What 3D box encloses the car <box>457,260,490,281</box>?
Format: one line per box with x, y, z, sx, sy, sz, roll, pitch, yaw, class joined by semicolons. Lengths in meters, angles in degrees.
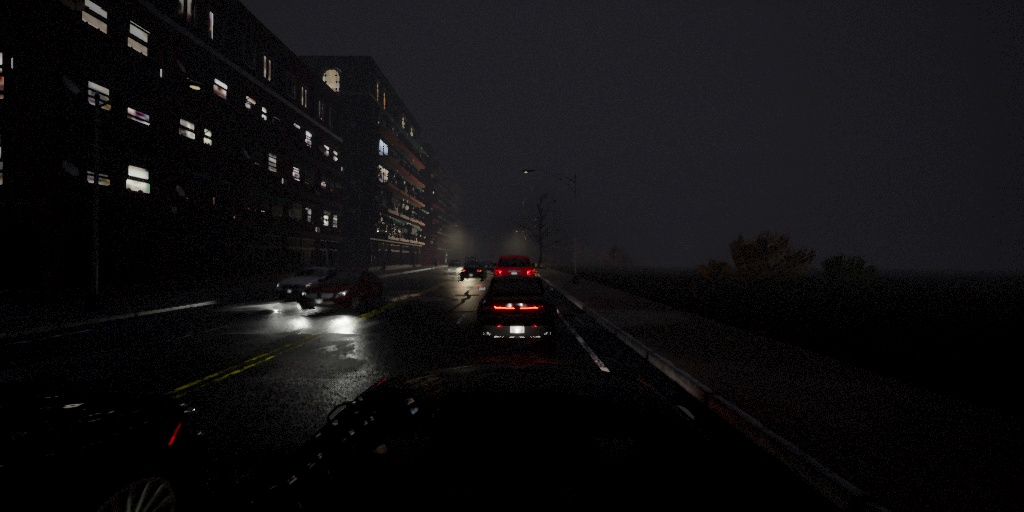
-3.125;1.279;29.615;1.812;1.442;4.674;0;0;0;car

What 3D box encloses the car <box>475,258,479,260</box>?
-3.111;1.300;45.033;2.033;1.411;5.357;0;0;0;car

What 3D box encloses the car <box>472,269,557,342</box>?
0.109;1.256;9.748;1.837;1.490;4.892;0;0;0;car

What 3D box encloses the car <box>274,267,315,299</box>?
-9.835;1.278;18.176;1.812;1.442;4.674;0;0;0;car

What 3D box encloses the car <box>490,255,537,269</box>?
0.116;0.974;20.095;2.150;2.045;5.566;0;0;0;car

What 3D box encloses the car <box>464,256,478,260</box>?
-6.538;0.974;58.068;2.150;2.045;5.566;0;0;0;car

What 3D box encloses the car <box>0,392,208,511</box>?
-3.150;1.241;0.624;2.128;1.511;4.902;0;0;0;car

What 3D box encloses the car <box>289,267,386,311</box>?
-6.587;1.278;14.548;1.812;1.442;4.674;0;0;0;car

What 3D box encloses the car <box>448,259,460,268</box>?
-9.769;1.258;61.568;1.837;1.490;4.892;0;-1;0;car
